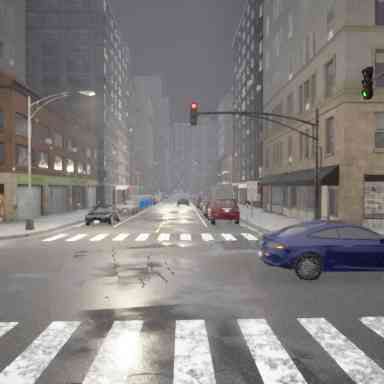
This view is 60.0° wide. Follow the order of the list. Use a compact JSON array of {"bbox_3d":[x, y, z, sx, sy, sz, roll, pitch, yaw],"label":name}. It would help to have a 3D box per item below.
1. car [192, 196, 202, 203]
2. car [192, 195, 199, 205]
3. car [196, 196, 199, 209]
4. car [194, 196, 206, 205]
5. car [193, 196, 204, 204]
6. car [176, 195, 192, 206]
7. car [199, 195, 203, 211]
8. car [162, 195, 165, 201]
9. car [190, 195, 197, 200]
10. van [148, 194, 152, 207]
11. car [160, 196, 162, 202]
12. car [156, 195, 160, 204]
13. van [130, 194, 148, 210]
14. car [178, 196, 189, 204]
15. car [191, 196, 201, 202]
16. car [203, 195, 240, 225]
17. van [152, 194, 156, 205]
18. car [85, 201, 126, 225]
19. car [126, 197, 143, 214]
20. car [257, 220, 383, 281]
[{"bbox_3d":[1.007,1.557,68.804,1.947,1.339,4.313,-1,0,-2],"label":"car"},{"bbox_3d":[1.611,1.316,46.468,2.192,1.841,5.009,-1,0,-2],"label":"car"},{"bbox_3d":[1.760,1.528,41.054,1.752,1.417,4.829,-1,0,-2],"label":"car"},{"bbox_3d":[1.305,1.522,57.806,1.752,1.417,4.829,-1,0,-2],"label":"car"},{"bbox_3d":[1.158,1.560,63.220,1.947,1.339,4.313,-1,0,-2],"label":"car"},{"bbox_3d":[-1.434,1.504,53.479,1.837,1.490,4.892,0,0,-2],"label":"car"},{"bbox_3d":[2.066,1.319,29.717,2.192,1.841,5.009,-1,0,-2],"label":"car"},{"bbox_3d":[-7.680,1.428,74.153,1.967,1.590,4.097,-1,0,-2],"label":"car"},{"bbox_3d":[0.400,1.525,91.139,2.008,1.369,4.403,-1,0,-2],"label":"car"},{"bbox_3d":[-6.917,1.342,46.235,1.690,1.788,3.998,-1,0,-2],"label":"van"},{"bbox_3d":[-7.374,1.434,62.986,1.967,1.590,4.097,-1,0,-2],"label":"car"},{"bbox_3d":[-7.223,1.312,57.403,2.192,1.841,5.009,-1,0,-2],"label":"car"},{"bbox_3d":[-6.764,1.344,40.651,1.690,1.788,3.998,-1,0,-2],"label":"van"},{"bbox_3d":[-1.719,1.541,63.897,2.033,1.411,5.357,0,0,-2],"label":"car"},{"bbox_3d":[0.855,1.538,74.387,2.008,1.369,4.403,-1,0,-2],"label":"car"},{"bbox_3d":[2.217,1.318,24.133,2.192,1.841,5.009,-1,0,-2],"label":"car"},{"bbox_3d":[-7.070,1.340,51.819,1.690,1.788,3.998,-1,0,-2],"label":"van"},{"bbox_3d":[-6.302,1.569,23.900,1.947,1.339,4.313,-1,0,-2],"label":"car"},{"bbox_3d":[-6.604,1.529,34.898,1.752,1.417,4.829,-1,0,-2],"label":"car"},{"bbox_3d":[4.170,1.508,9.221,4.674,1.442,1.812,0,0,-2],"label":"car"}]
